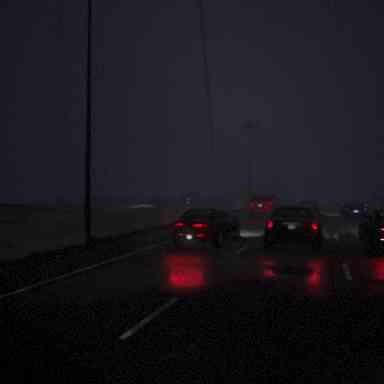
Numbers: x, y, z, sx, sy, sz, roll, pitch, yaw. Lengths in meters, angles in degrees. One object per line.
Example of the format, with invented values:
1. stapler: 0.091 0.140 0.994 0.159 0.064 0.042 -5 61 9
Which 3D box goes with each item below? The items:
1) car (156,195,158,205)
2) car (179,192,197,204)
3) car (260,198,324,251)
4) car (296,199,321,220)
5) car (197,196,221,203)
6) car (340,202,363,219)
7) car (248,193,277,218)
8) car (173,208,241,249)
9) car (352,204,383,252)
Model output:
1. car: -5.848 1.303 55.443 2.128 1.511 4.902 0 0 22
2. car: -0.356 1.047 50.315 2.150 2.045 5.566 0 0 22
3. car: 4.457 1.304 14.183 2.097 1.767 4.553 0 0 22
4. car: 10.058 1.413 28.482 1.837 1.490 4.892 0 1 22
5. car: 2.952 1.323 49.162 2.128 1.511 4.902 0 0 22
6. car: 13.522 1.475 27.721 1.994 1.385 4.181 0 0 22
7. car: 6.367 1.127 28.669 2.150 2.045 5.566 0 1 22
8. car: 0.806 1.450 14.474 1.837 1.490 4.892 0 -1 22
9. car: 7.825 1.451 13.182 2.128 1.511 4.902 0 0 22
